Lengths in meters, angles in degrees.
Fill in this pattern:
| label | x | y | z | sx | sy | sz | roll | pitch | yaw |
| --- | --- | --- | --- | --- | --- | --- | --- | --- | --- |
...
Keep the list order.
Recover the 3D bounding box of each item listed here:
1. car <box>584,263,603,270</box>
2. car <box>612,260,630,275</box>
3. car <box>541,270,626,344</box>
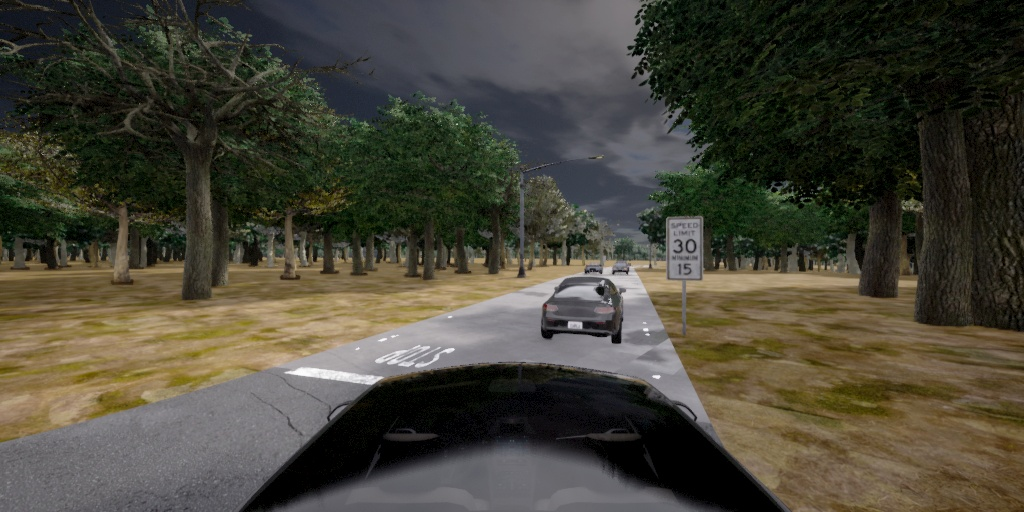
| label | x | y | z | sx | sy | sz | roll | pitch | yaw |
| --- | --- | --- | --- | --- | --- | --- | --- | --- | --- |
| car | 10.109 | 1.499 | 44.058 | 1.994 | 1.385 | 4.181 | 0 | -1 | 18 |
| car | 13.001 | 1.481 | 42.990 | 2.033 | 1.411 | 5.357 | 0 | -1 | 18 |
| car | 2.029 | 1.277 | 9.657 | 1.812 | 1.442 | 4.674 | 0 | 0 | 18 |
